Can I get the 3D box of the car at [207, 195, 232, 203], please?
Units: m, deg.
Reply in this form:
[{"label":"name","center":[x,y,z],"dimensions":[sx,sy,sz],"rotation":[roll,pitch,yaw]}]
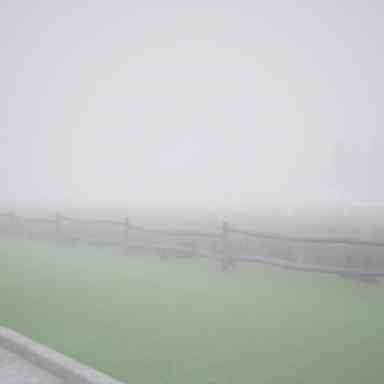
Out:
[{"label":"car","center":[5.170,1.275,62.378],"dimensions":[4.605,1.855,1.932],"rotation":[0,0,35]}]
